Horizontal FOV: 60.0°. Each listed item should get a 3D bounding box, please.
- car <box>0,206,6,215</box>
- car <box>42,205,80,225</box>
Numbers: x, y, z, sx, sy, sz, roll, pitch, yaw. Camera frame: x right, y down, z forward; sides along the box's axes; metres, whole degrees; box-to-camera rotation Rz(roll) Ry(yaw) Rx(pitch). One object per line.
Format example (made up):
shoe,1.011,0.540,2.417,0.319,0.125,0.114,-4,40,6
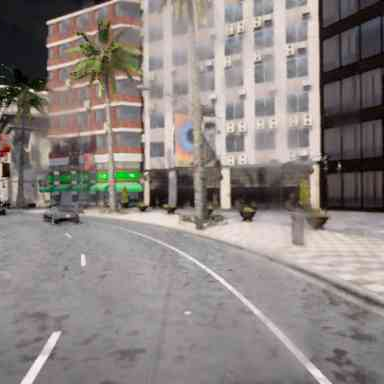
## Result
car,-22.881,1.944,37.556,4.181,1.385,1.994,-1,0,33
car,-10.542,1.765,26.563,1.994,1.385,4.181,-1,0,-38
